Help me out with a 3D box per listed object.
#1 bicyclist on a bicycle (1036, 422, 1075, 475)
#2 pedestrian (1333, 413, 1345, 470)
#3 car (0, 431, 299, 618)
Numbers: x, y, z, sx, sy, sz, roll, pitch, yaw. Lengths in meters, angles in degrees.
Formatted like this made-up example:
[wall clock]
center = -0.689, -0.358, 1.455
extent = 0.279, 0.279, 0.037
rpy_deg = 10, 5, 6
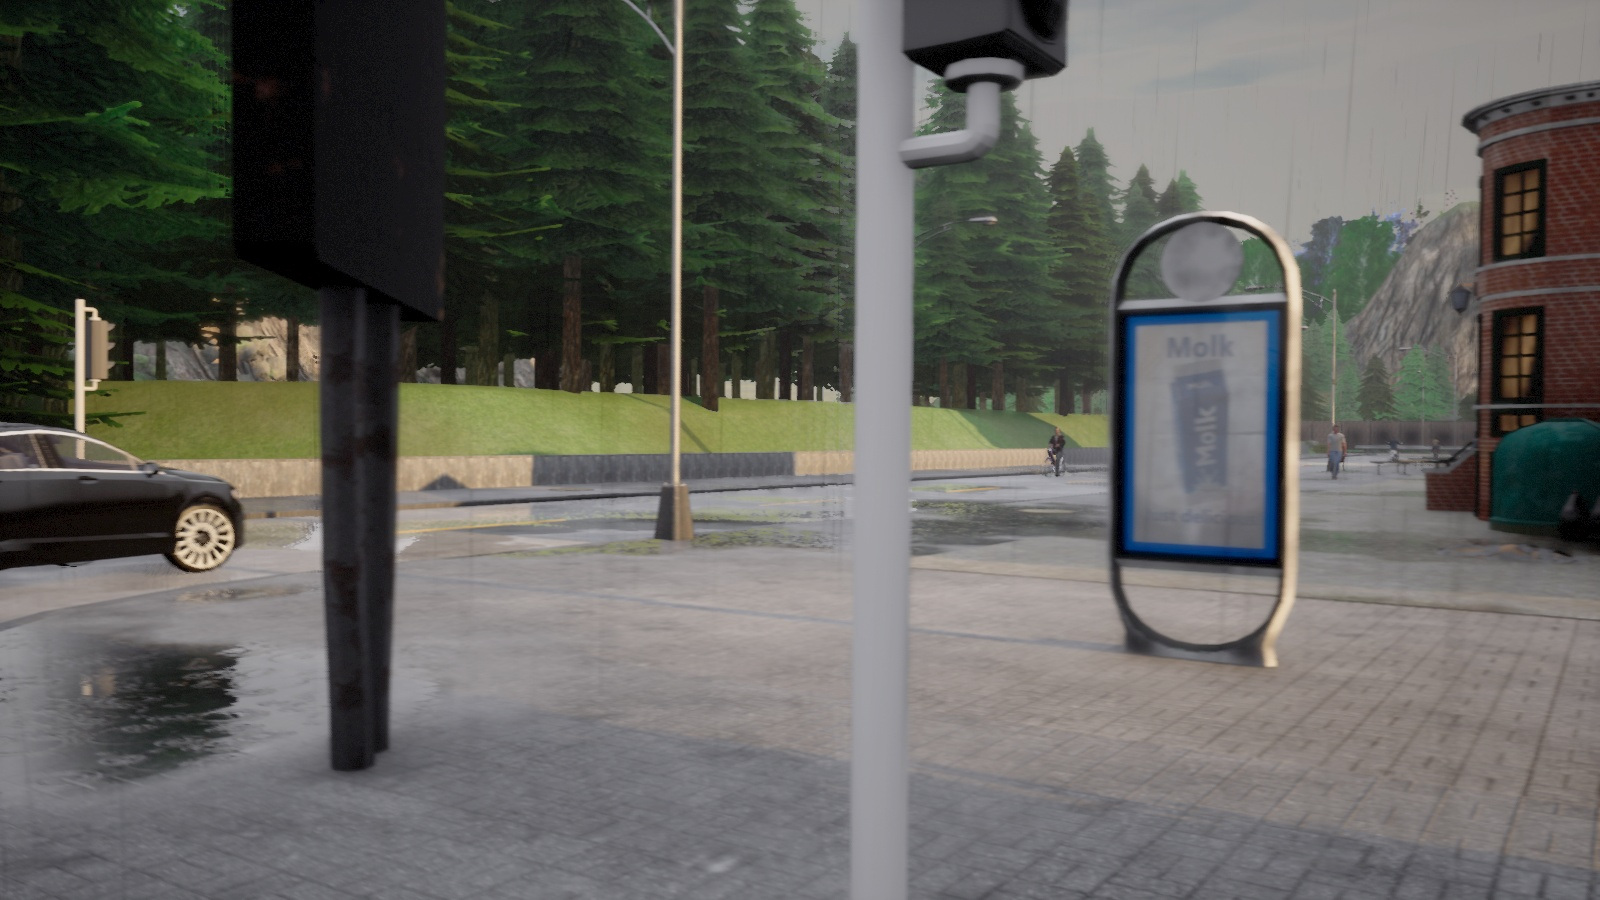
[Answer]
[bicyclist on a bicycle]
center = 8.773, -0.065, 43.067
extent = 0.659, 1.776, 1.843
rpy_deg = 0, 1, 34
[pedestrian]
center = 17.622, -0.279, 41.073
extent = 0.354, 1.836, 0.706
rpy_deg = 0, 1, 23
[car]
center = -7.151, 0.594, 11.539
extent = 2.128, 1.511, 4.902
rpy_deg = 0, 1, 17
